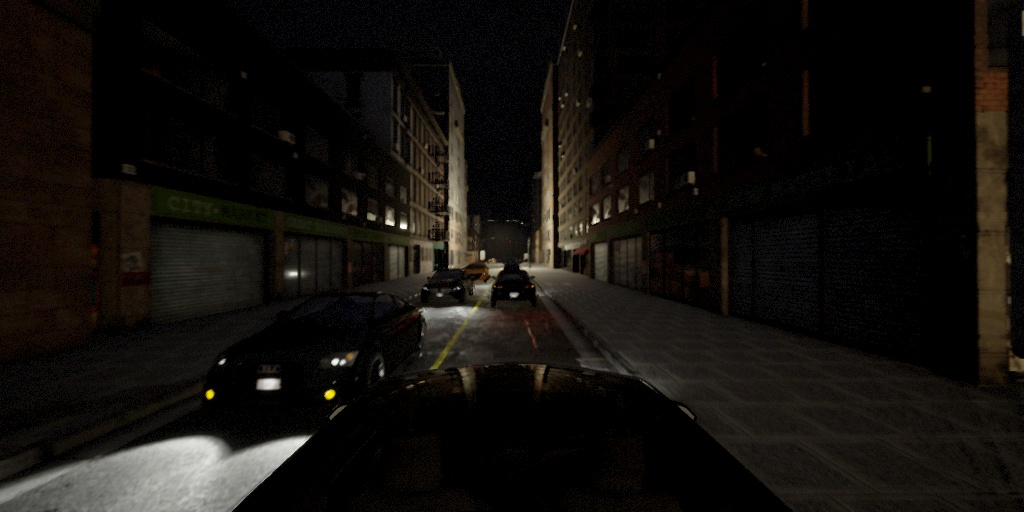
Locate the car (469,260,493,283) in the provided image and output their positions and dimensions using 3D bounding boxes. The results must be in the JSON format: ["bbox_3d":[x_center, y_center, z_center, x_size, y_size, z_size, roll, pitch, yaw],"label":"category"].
[{"bbox_3d":[-2.835,1.278,28.953,1.882,1.535,5.008,0,0,0],"label":"car"}]

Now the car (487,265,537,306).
[{"bbox_3d":[0.060,1.294,15.762,1.812,1.442,4.674,0,0,0],"label":"car"}]

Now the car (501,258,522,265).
[{"bbox_3d":[-0.030,1.308,42.264,1.882,1.535,5.008,0,0,0],"label":"car"}]

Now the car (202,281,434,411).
[{"bbox_3d":[-2.857,1.325,6.209,1.994,1.385,4.181,0,0,0],"label":"car"}]

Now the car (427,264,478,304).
[{"bbox_3d":[-2.882,1.302,16.789,1.812,1.442,4.674,0,0,1],"label":"car"}]
